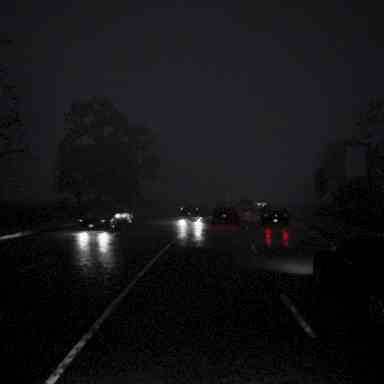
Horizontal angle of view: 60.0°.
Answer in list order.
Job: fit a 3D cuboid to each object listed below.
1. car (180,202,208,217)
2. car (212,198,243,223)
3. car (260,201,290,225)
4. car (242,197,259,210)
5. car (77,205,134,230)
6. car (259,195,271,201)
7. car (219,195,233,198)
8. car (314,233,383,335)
[{"bbox_3d":[0.243,1.607,32.151,1.895,1.301,4.718,0,0,13],"label":"car"},{"bbox_3d":[2.688,1.491,25.539,1.882,1.535,5.008,0,0,10],"label":"car"},{"bbox_3d":[6.028,1.625,24.588,1.895,1.301,4.718,0,0,10],"label":"car"},{"bbox_3d":[6.907,1.522,42.475,2.128,1.511,4.902,0,0,17],"label":"car"},{"bbox_3d":[-5.345,1.536,21.503,2.033,1.411,5.357,0,0,8],"label":"car"},{"bbox_3d":[15.557,1.470,71.855,2.128,1.511,4.902,0,0,29],"label":"car"},{"bbox_3d":[6.188,1.374,60.891,2.097,1.767,4.553,0,0,24],"label":"car"},{"bbox_3d":[3.907,1.537,6.532,1.812,1.442,4.674,0,0,3],"label":"car"}]
